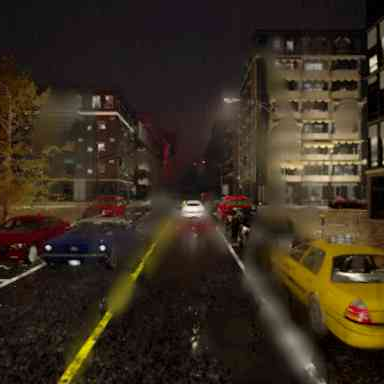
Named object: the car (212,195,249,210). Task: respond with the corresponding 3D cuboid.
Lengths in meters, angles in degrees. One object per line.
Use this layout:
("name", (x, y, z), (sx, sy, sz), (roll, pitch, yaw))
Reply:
("car", (2.779, 1.213, 22.518), (2.192, 1.841, 5.009), (1, 0, 0))

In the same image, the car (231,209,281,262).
("car", (2.702, 1.513, 11.644), (1.947, 1.339, 4.313), (1, 0, 0))

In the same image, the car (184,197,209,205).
("car", (0.101, 1.408, 25.991), (1.812, 1.442, 4.674), (0, 0, 0))

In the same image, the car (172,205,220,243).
("car", (0.098, 1.529, 15.743), (1.895, 1.301, 4.718), (0, 0, 0))

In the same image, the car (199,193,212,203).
("car", (2.831, 1.044, 60.592), (2.192, 1.841, 5.009), (1, 0, 0))

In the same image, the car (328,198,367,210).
("car", (17.278, 1.402, 36.882), (4.206, 1.307, 1.802), (0, -1, 0))

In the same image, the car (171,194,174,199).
("car", (-5.687, 1.130, 88.841), (1.752, 1.417, 4.829), (1, 0, 0))

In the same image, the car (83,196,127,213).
("car", (-5.748, 1.213, 22.511), (2.192, 1.841, 5.009), (1, 0, 0))

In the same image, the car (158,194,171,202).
("car", (-5.807, 1.255, 66.228), (2.008, 1.369, 4.403), (1, 0, 0))

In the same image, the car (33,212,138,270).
("car", (-3.086, 1.551, 10.966), (1.895, 1.301, 4.718), (0, 0, 0))

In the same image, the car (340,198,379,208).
("car", (22.792, 1.523, 45.274), (4.313, 1.339, 1.947), (0, -1, 0))

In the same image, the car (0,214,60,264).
("car", (-5.678, 1.492, 11.624), (1.887, 1.381, 4.507), (1, 0, 0))

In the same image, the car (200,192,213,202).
("car", (2.822, 1.019, 66.292), (2.192, 1.841, 5.009), (1, 0, 0))

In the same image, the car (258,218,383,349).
("car", (2.704, 1.496, 6.374), (1.752, 1.417, 4.829), (1, 0, 0))

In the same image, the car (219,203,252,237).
("car", (2.702, 1.488, 17.083), (1.947, 1.339, 4.313), (1, 0, 0))

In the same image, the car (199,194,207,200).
("car", (2.694, 1.195, 83.378), (1.947, 1.339, 4.313), (1, 0, 0))
